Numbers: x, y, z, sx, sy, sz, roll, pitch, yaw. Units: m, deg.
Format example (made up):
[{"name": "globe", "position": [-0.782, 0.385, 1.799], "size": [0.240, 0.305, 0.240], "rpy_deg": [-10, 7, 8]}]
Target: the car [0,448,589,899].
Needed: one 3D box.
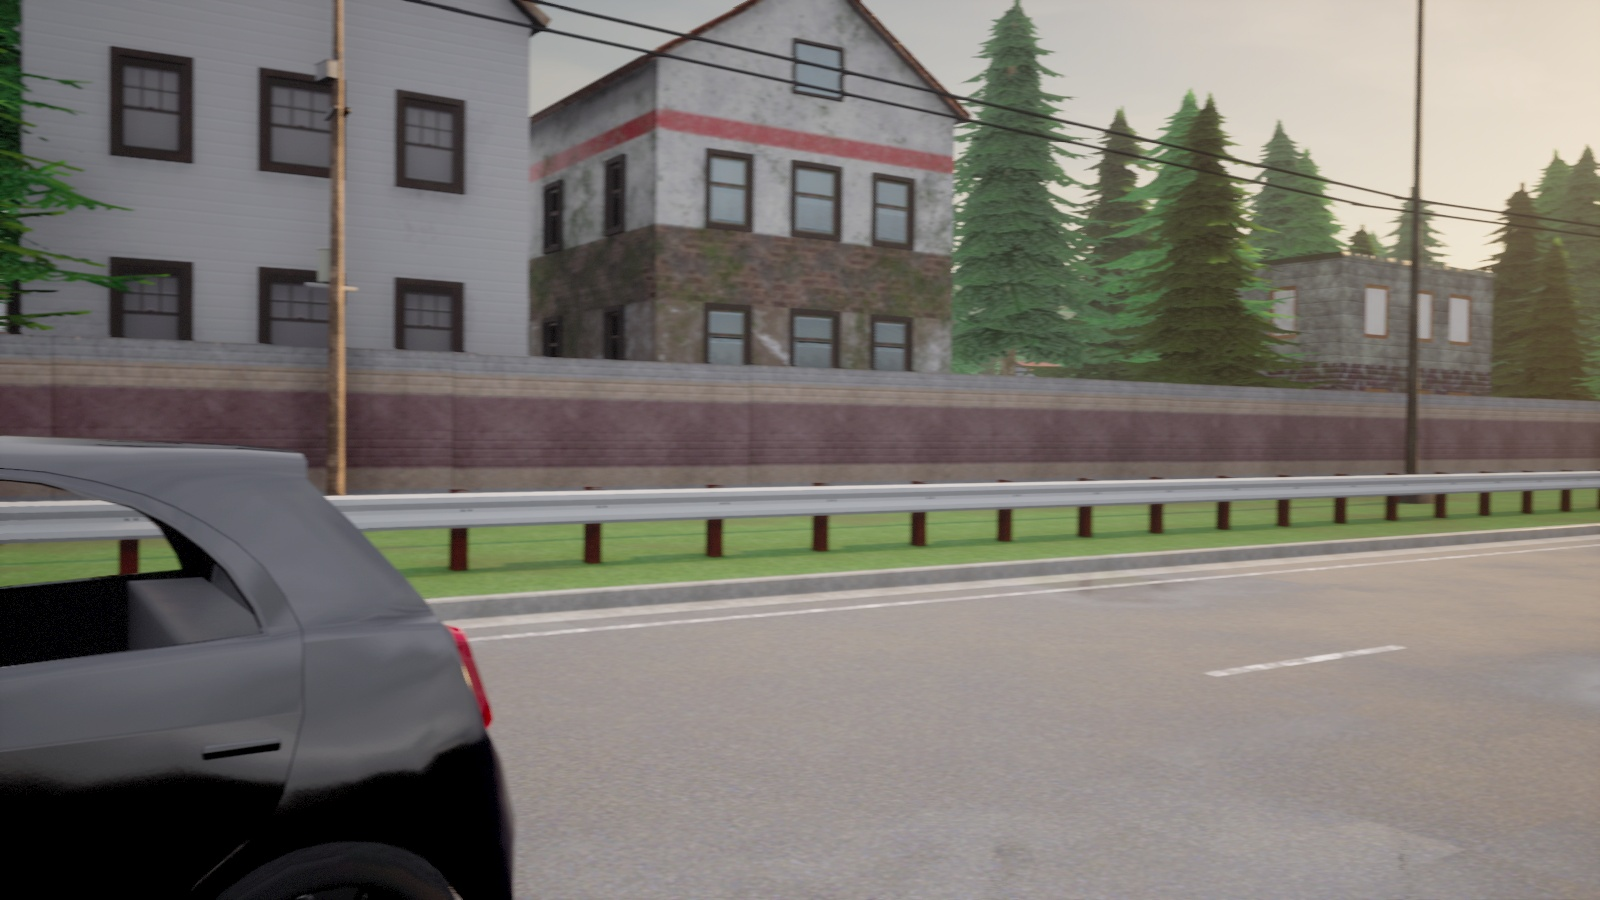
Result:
[{"name": "car", "position": [-2.494, 0.788, 2.553], "size": [3.633, 1.501, 1.845], "rpy_deg": [-1, 1, -33]}]
